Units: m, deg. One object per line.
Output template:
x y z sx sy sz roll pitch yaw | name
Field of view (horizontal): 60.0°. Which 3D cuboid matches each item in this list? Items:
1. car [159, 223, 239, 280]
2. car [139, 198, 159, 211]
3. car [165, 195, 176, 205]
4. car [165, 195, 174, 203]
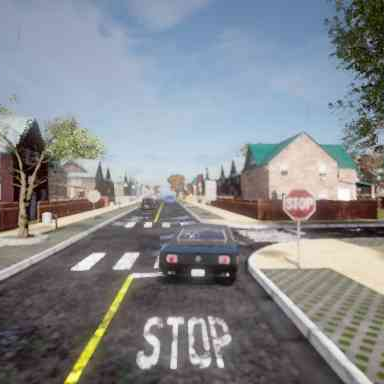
0.414 1.572 9.881 1.895 1.301 4.718 0 0 7 | car
-5.409 1.467 41.178 1.837 1.490 4.892 0 0 -4 | car
-3.886 1.576 59.540 2.033 1.411 5.357 0 0 -4 | car
-4.667 1.472 69.304 1.882 1.535 5.008 0 0 -4 | car
